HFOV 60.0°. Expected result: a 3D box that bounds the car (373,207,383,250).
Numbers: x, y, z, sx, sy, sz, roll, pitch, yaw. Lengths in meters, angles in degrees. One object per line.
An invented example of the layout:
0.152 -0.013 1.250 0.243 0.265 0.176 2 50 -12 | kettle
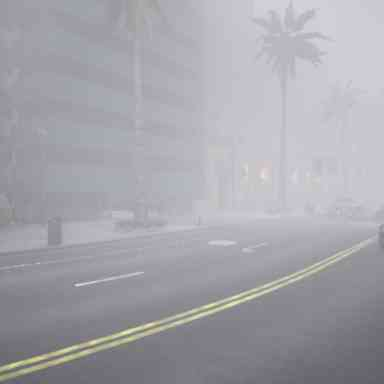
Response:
9.163 1.527 13.780 2.128 1.511 4.902 -1 -1 41 | car

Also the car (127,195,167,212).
-5.249 1.383 40.699 2.435 2.045 5.566 -1 -1 40 | car

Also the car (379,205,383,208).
17.183 1.738 28.820 1.895 1.301 4.718 -1 -1 40 | car

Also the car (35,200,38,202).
-28.541 2.098 59.758 2.161 1.482 4.786 -1 -1 40 | car

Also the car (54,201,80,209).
-19.934 2.020 51.970 1.895 1.301 4.718 -1 -1 40 | car

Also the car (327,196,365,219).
14.498 1.435 31.071 2.150 2.045 5.566 -1 -1 40 | car
